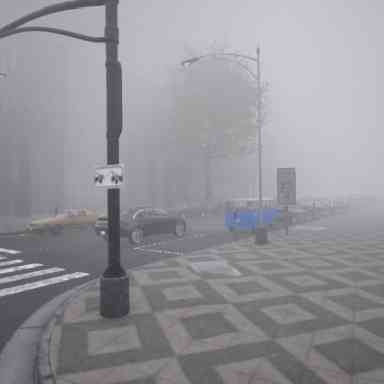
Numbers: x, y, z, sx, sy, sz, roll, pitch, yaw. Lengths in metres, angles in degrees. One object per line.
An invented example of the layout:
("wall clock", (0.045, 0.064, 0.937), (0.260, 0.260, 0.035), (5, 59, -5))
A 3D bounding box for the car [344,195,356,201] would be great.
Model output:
("car", (39.510, 1.400, 83.192), (2.008, 1.369, 4.403), (-1, -1, 36))

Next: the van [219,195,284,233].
("van", (3.378, 1.212, 18.393), (1.690, 1.788, 3.998), (-1, 0, 36))

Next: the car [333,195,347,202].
("car", (33.150, 1.415, 74.353), (1.887, 1.381, 4.507), (-1, -1, 36))

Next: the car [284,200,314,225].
("car", (6.543, 1.422, 22.785), (1.947, 1.339, 4.313), (-1, 0, 36))

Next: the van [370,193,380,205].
("van", (28.673, 1.102, 53.544), (1.690, 1.788, 3.998), (-1, -1, 36))

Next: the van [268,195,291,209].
("van", (11.843, 1.292, 44.750), (1.690, 1.788, 3.998), (-1, 0, 36))

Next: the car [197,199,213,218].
("car", (-0.511, 1.551, 27.577), (1.887, 1.381, 4.507), (-1, 0, 36))

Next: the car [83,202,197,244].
("car", (-2.178, 1.429, 15.401), (2.128, 1.511, 4.902), (-1, -1, 36))

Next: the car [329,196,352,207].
("car", (21.789, 1.375, 48.705), (2.033, 1.411, 5.357), (-1, -1, 36))

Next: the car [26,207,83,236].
("car", (-6.795, 1.564, 18.855), (1.752, 1.417, 4.829), (-1, 0, 36))

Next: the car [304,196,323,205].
("car", (21.015, 1.439, 57.490), (1.752, 1.417, 4.829), (-1, 0, 36))

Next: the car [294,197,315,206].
("car", (18.025, 1.491, 53.334), (1.947, 1.339, 4.313), (-1, 0, 36))

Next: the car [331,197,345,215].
("car", (12.867, 1.408, 31.574), (1.802, 1.307, 4.206), (-1, 0, 36))

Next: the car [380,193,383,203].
("car", (31.936, 1.274, 58.075), (1.752, 1.417, 4.829), (-1, -1, 36))

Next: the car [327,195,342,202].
("car", (29.970, 1.432, 69.934), (2.008, 1.369, 4.403), (-1, -1, 36))

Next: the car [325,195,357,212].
("car", (16.028, 1.363, 35.967), (2.008, 1.369, 4.403), (-1, 0, 36))

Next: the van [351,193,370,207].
("van", (22.349, 1.127, 44.756), (1.690, 1.788, 3.998), (-1, 0, 36))

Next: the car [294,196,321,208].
("car", (15.947, 1.386, 45.724), (2.128, 1.511, 4.902), (-1, -1, 36))

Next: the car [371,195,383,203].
("car", (34.999, 1.303, 62.330), (1.947, 1.339, 4.313), (-1, -1, 36))

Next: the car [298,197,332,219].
("car", (9.704, 1.385, 27.179), (1.887, 1.381, 4.507), (-1, 0, 36))

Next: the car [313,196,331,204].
("car", (24.203, 1.453, 61.921), (2.008, 1.369, 4.403), (-1, -1, 36))

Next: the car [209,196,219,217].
("car", (2.575, 1.307, 31.872), (2.192, 1.841, 5.009), (-1, 0, 36))

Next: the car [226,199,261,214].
("car", (5.668, 1.528, 36.163), (2.008, 1.369, 4.403), (-1, 0, 36))
